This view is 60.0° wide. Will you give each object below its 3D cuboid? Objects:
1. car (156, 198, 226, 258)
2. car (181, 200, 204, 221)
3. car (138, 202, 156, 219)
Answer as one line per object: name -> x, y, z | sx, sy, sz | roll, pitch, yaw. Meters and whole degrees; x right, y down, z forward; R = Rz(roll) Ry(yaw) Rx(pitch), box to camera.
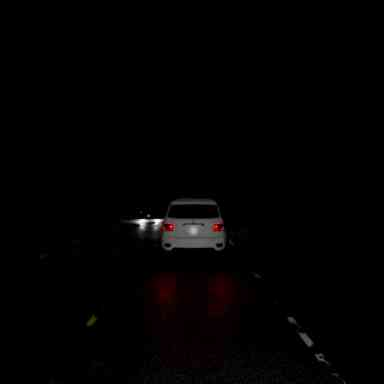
car -> 0.068, 1.239, 12.901 | 2.150, 2.045, 5.566 | 0, 0, 0
car -> 0.082, 1.534, 29.170 | 1.837, 1.490, 4.892 | 0, 1, 0
car -> -3.531, 1.575, 30.030 | 2.033, 1.411, 5.357 | 0, 0, 1
